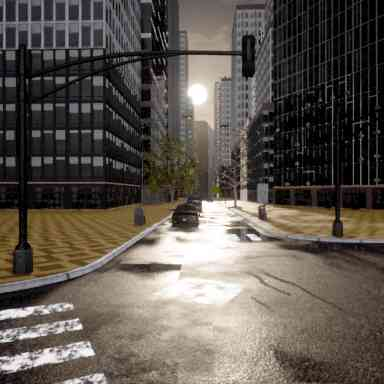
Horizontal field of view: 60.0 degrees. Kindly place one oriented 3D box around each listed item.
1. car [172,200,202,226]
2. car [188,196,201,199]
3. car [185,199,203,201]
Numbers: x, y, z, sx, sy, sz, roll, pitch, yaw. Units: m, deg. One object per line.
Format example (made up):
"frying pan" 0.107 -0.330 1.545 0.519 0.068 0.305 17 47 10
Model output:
"car" -0.427 1.654 25.409 1.882 1.535 5.008 0 0 2
"car" 0.328 1.554 46.274 2.150 2.045 5.566 0 0 2
"car" -0.056 1.777 35.621 1.812 1.442 4.674 0 0 2
